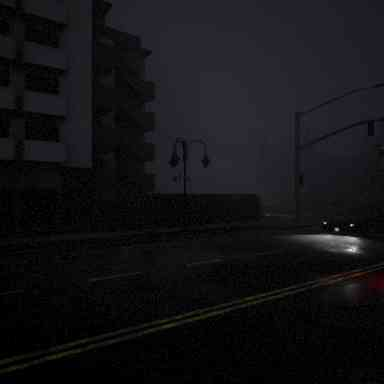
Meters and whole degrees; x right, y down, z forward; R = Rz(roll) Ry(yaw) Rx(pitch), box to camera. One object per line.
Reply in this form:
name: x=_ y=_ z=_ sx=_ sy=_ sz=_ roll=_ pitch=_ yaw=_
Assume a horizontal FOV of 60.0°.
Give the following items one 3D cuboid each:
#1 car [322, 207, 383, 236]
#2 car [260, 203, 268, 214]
car: x=9.465 y=1.548 z=18.862 sx=5.357 sy=1.411 sz=2.033 roll=0 pitch=0 yaw=-41
car: x=5.748 y=1.351 z=34.899 sx=2.097 sy=1.767 sz=4.553 roll=0 pitch=0 yaw=-36
